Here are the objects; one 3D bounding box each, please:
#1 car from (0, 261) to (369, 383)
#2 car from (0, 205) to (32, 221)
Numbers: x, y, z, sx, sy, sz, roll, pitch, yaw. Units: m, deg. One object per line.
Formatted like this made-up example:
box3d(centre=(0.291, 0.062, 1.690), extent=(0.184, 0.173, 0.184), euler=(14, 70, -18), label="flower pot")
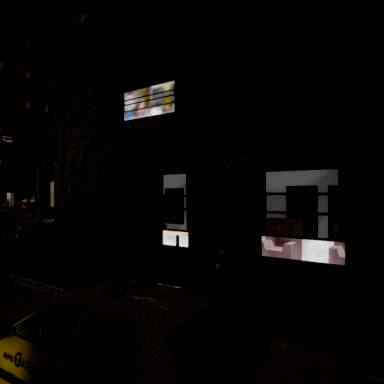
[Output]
box3d(centre=(-0.825, 1.525, 3.444), extent=(4.829, 1.417, 1.752), euler=(0, 0, 35), label="car")
box3d(centre=(-16.721, 1.836, 29.250), extent=(1.752, 1.417, 4.829), euler=(-1, -2, 35), label="car")
